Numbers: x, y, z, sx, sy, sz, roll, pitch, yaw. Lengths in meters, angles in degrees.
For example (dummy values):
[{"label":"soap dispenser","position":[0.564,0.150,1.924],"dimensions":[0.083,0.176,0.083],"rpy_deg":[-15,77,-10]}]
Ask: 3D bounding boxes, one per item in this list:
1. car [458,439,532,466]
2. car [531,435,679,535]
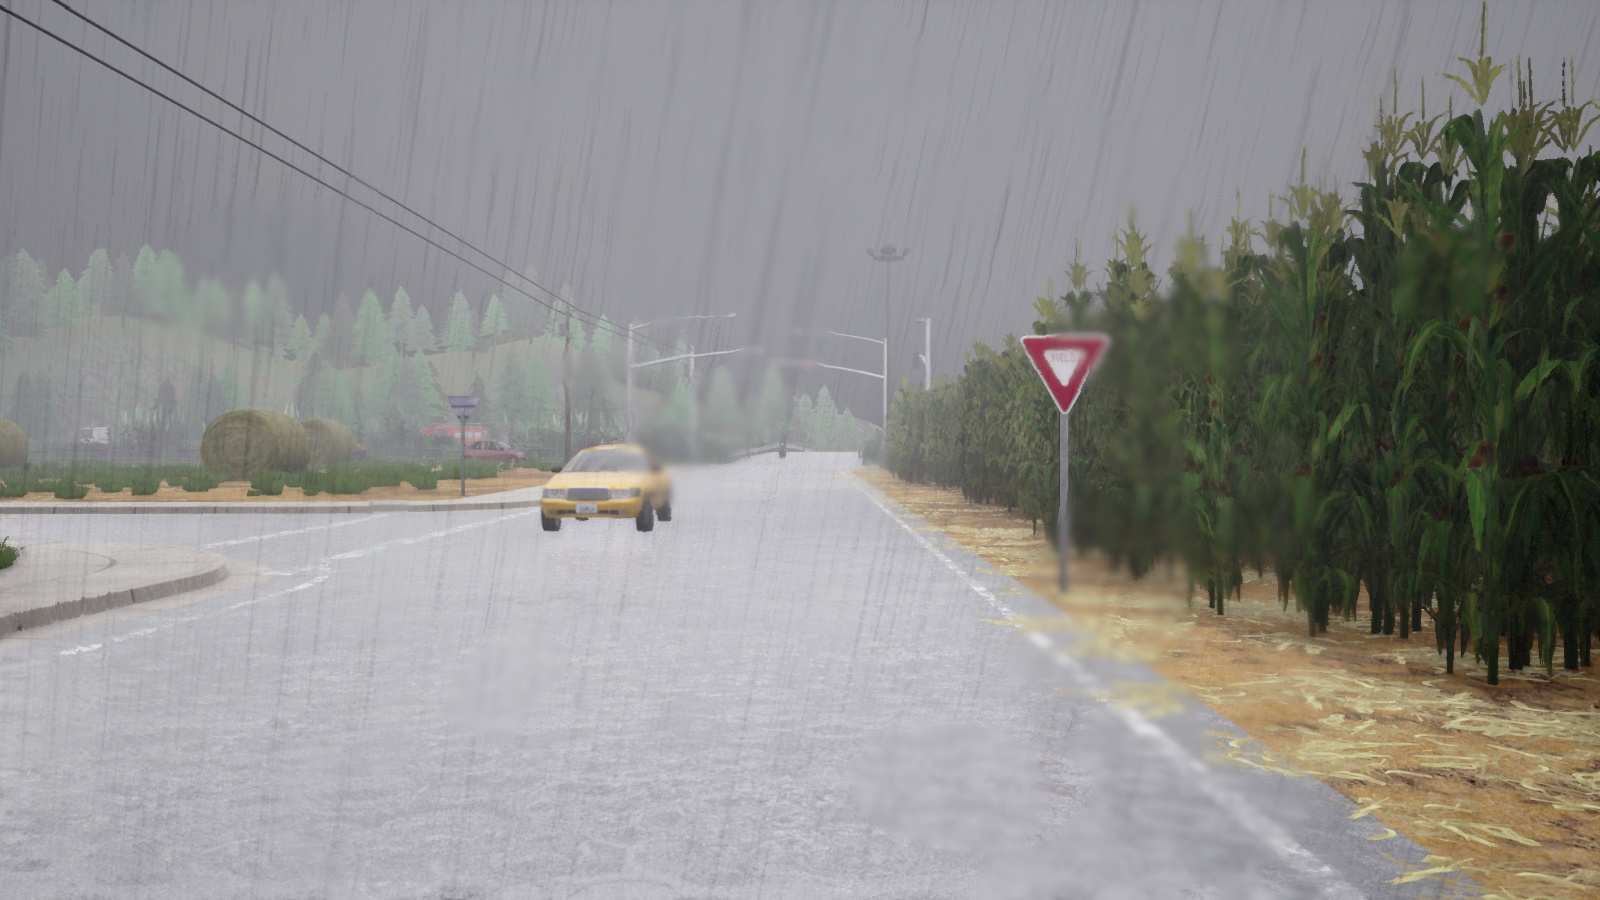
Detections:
[{"label":"car","position":[-18.478,0.165,76.190],"dimensions":[3.988,1.617,1.851],"rpy_deg":[0,0,3]},{"label":"car","position":[-3.361,0.549,22.628],"dimensions":[1.801,1.575,5.366],"rpy_deg":[0,0,0]}]
